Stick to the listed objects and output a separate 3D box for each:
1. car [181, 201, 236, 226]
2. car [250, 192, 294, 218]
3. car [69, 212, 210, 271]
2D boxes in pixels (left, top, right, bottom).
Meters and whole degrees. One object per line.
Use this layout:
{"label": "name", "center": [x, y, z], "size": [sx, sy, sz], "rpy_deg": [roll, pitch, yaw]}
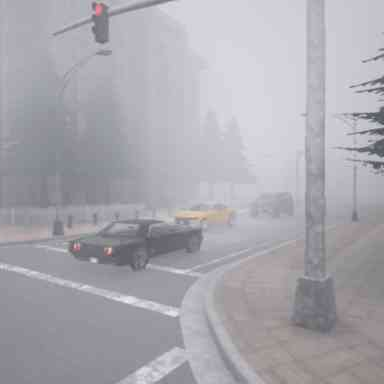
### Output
{"label": "car", "center": [0.872, 1.357, 20.051], "size": [1.882, 1.535, 5.008], "rpy_deg": [0, 0, 35]}
{"label": "car", "center": [7.004, 1.047, 28.726], "size": [2.150, 2.045, 5.566], "rpy_deg": [0, 0, 36]}
{"label": "car", "center": [-1.475, 1.541, 10.858], "size": [1.895, 1.301, 4.718], "rpy_deg": [0, 0, 32]}
